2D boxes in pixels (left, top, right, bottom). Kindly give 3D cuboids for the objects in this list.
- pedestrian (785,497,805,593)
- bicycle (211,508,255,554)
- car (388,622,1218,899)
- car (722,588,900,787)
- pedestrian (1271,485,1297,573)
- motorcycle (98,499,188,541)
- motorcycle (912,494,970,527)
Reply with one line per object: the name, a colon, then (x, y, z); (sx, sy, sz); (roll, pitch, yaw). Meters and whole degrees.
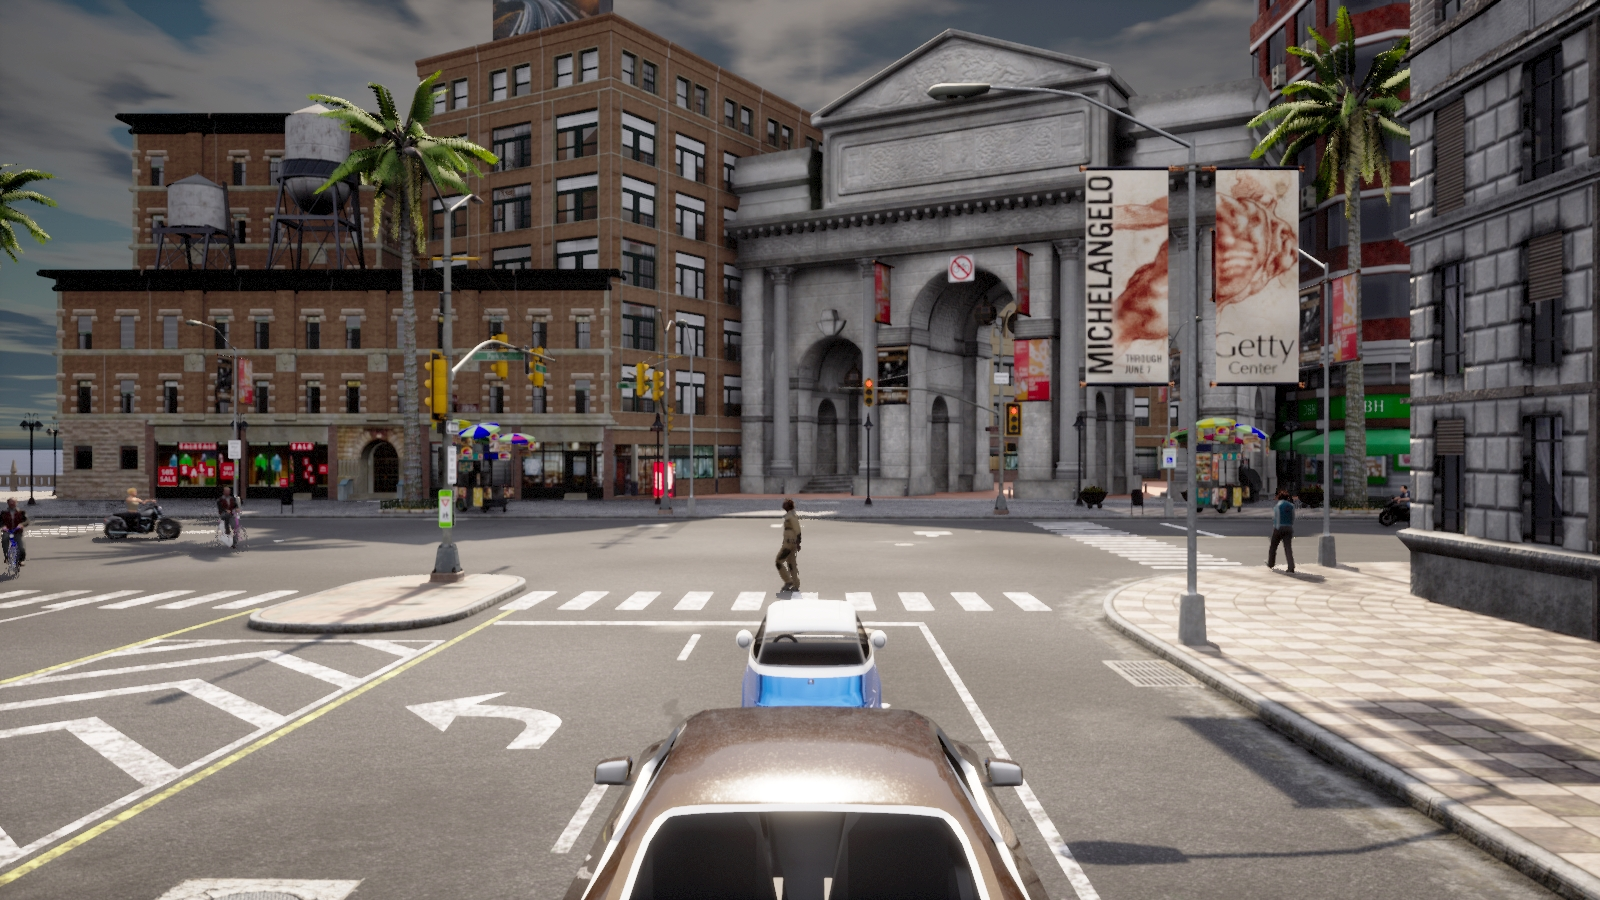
pedestrian: (-0.098, 1.848, 22.319); (0.375, 1.860, 0.375); (0, 0, -2)
bicycle: (-15.551, 2.209, 31.317); (1.835, 1.171, 0.329); (0, 1, 39)
car: (0.037, 1.992, 5.222); (2.152, 1.651, 5.027); (0, 0, 1)
car: (0.106, 2.120, 10.657); (1.481, 1.376, 2.207); (0, 0, 1)
pedestrian: (10.382, 1.695, 24.495); (0.375, 1.860, 0.375); (0, 0, -6)
motorcycle: (-20.408, 2.169, 35.509); (2.356, 1.277, 0.764); (0, 0, 1)
motorcycle: (5.152, 2.212, 41.779); (2.033, 1.145, 0.803); (0, 0, 1)
